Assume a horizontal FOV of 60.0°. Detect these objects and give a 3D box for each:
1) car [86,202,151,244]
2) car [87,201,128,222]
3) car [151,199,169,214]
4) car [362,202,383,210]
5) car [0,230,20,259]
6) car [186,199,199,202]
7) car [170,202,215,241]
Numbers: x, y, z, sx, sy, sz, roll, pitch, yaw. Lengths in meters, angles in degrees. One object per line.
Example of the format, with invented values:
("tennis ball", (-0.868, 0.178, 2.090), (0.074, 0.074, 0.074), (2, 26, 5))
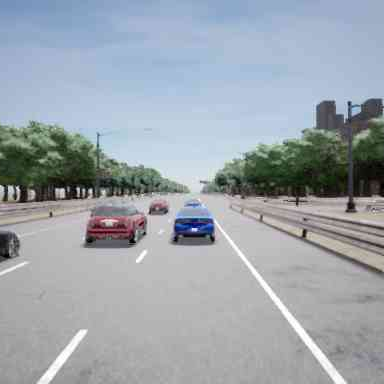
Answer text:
("car", (-3.399, 1.341, 15.813), (2.097, 1.767, 4.553), (0, 0, 0))
("car", (-6.898, 1.528, 27.654), (2.033, 1.411, 5.357), (0, 0, 0))
("car", (-3.401, 1.493, 34.991), (1.812, 1.442, 4.674), (0, 0, 0))
("car", (19.776, 1.187, 33.855), (1.812, 1.442, 4.674), (0, -1, -33))
("car", (-6.899, 1.519, 9.640), (1.812, 1.442, 4.674), (0, 0, 0))
("car", (0.100, 1.493, 34.992), (1.812, 1.442, 4.674), (0, 0, 0))
("car", (0.103, 1.466, 16.741), (1.882, 1.535, 5.008), (0, 0, 0))
